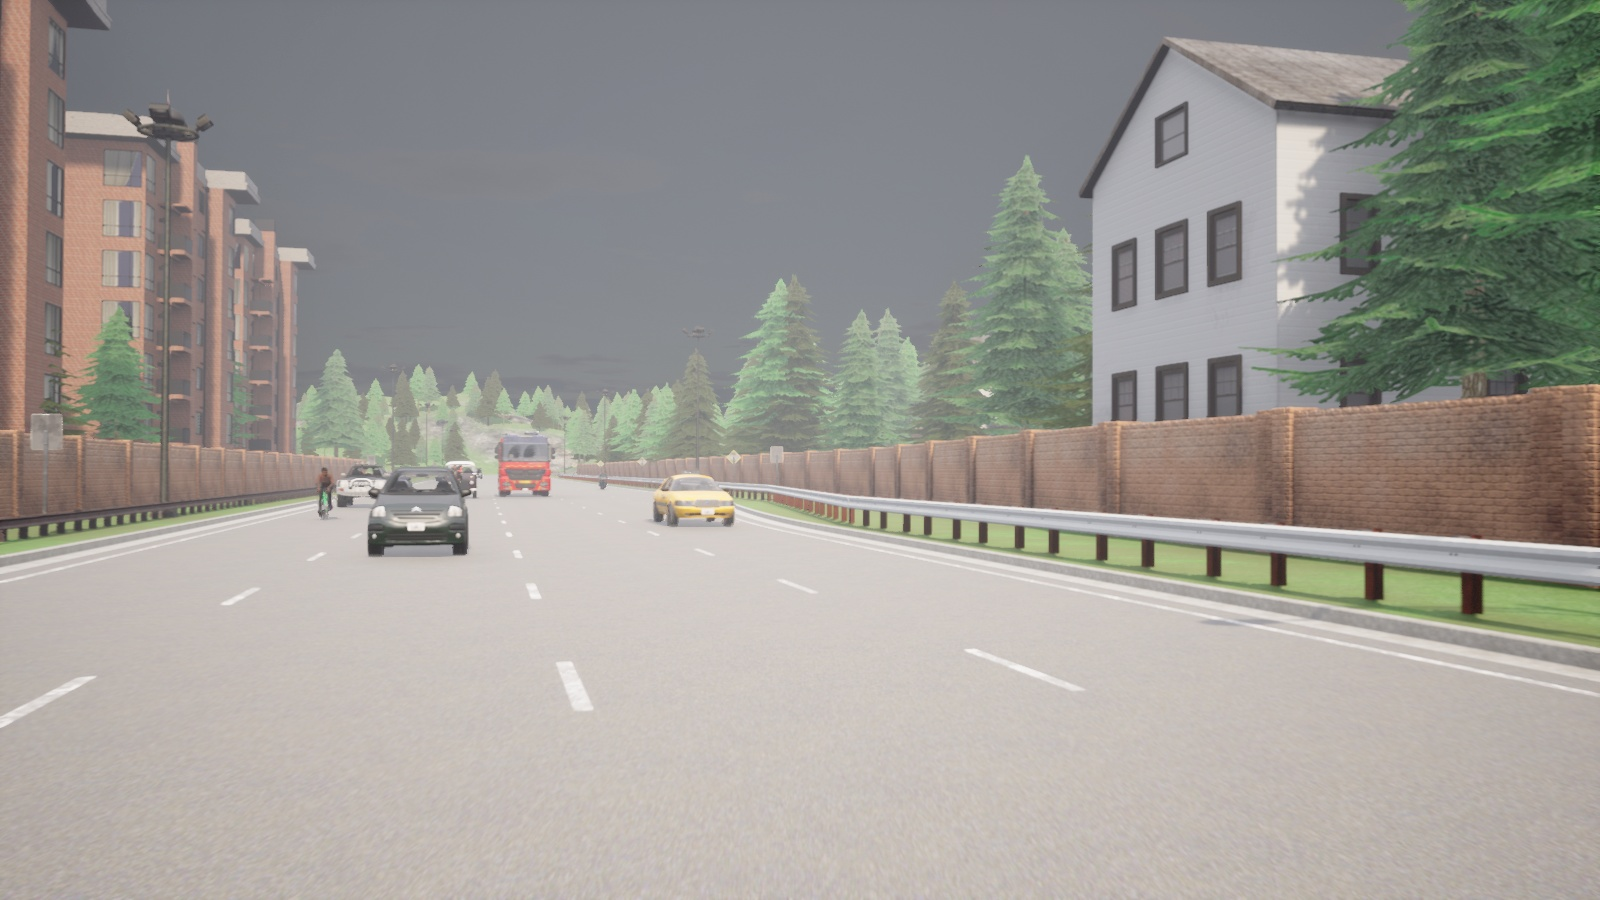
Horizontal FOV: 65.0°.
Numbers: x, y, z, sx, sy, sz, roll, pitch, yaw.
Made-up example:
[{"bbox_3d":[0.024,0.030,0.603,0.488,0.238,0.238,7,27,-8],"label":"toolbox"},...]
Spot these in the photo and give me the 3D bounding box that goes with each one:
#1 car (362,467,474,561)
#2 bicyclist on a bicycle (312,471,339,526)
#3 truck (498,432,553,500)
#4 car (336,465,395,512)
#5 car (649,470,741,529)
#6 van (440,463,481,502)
[{"bbox_3d":[-7.137,1.139,23.789,1.851,1.617,3.988,0,-1,-14],"label":"car"},{"bbox_3d":[-14.366,1.462,38.064,0.582,1.620,1.656,0,-1,-14],"label":"bicyclist on a bicycle"},{"bbox_3d":[-16.370,0.962,74.461,2.891,3.827,8.468,0,-1,-14],"label":"truck"},{"bbox_3d":[-17.801,1.569,51.624,1.932,1.855,4.605,0,-2,-14],"label":"car"},{"bbox_3d":[-3.127,1.376,36.462,1.801,1.575,5.366,0,-1,-14],"label":"car"},{"bbox_3d":[-18.415,1.755,68.283,2.069,2.038,4.480,0,-1,-14],"label":"van"}]
